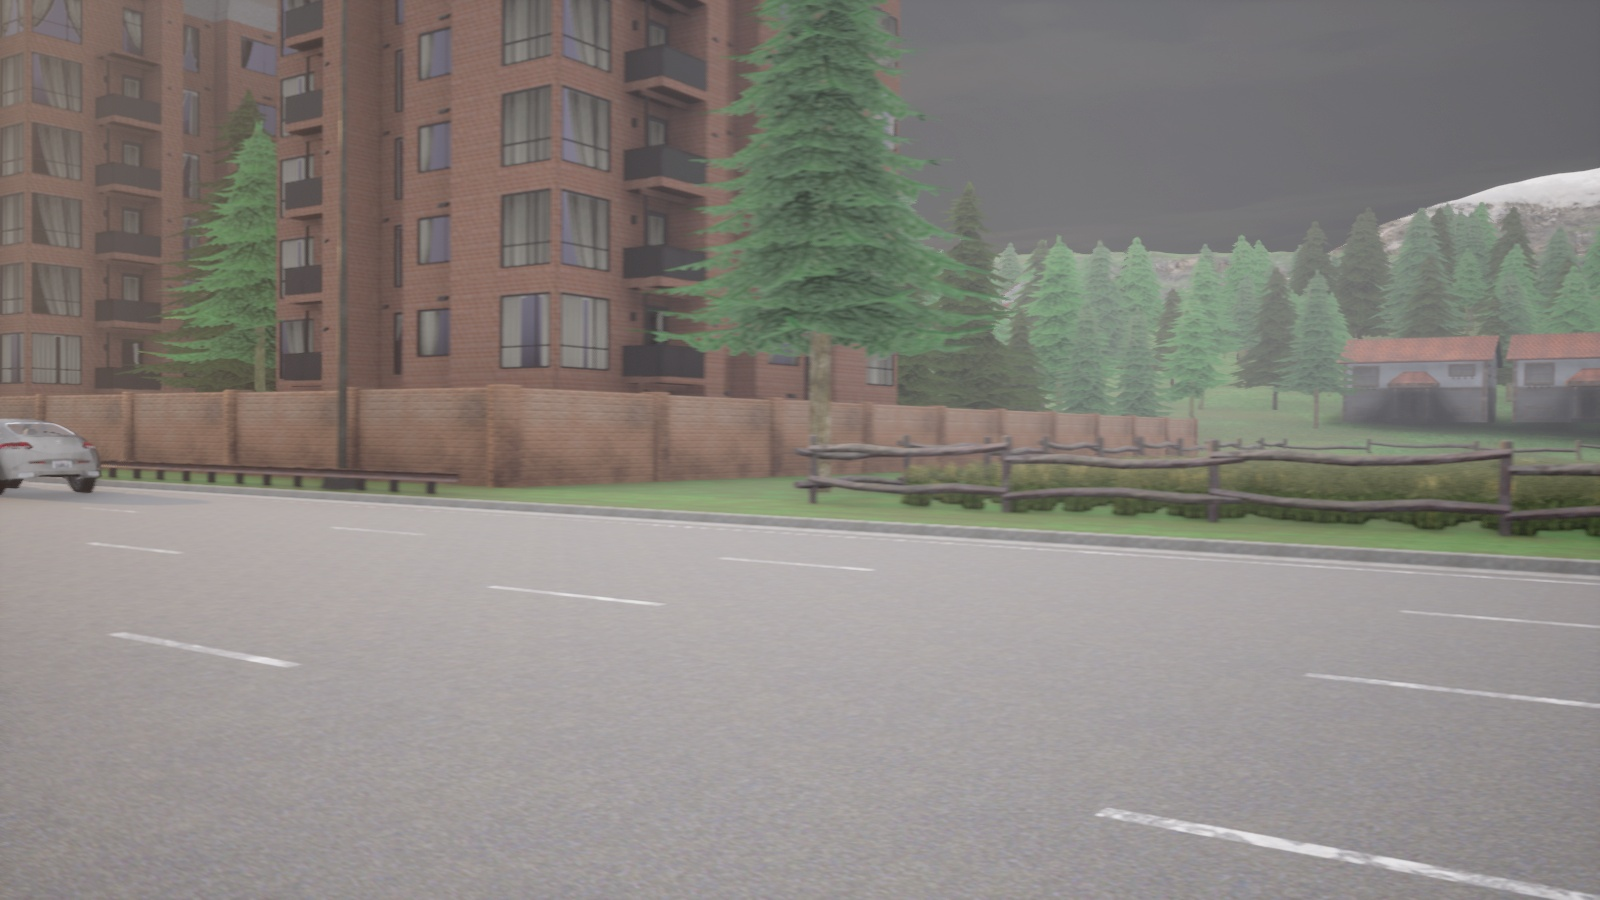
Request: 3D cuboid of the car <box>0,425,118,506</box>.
[{"bbox_3d":[-17.588,0.291,27.907,5.027,1.651,2.152,0,1,34],"label":"car"}]
